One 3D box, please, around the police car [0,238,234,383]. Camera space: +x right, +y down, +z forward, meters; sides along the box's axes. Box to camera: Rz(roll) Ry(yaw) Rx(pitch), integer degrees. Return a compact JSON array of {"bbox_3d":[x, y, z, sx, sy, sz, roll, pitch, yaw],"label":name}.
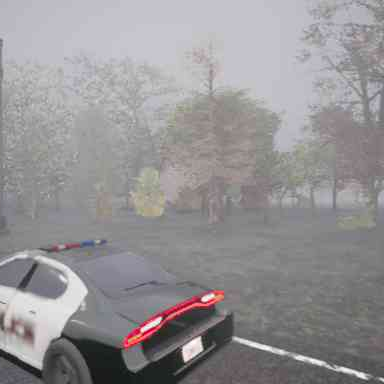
[{"bbox_3d":[-1.962,1.505,4.953,4.974,1.542,2.038,0,0,35],"label":"police car"}]
